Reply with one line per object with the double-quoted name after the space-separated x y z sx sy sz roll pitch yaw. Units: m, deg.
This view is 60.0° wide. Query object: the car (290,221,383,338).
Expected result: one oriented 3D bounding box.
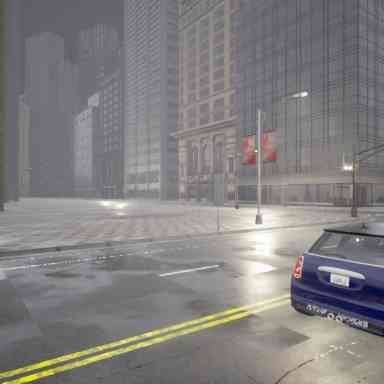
3.965 1.352 6.286 4.553 1.767 2.097 0 0 -36 "car"
